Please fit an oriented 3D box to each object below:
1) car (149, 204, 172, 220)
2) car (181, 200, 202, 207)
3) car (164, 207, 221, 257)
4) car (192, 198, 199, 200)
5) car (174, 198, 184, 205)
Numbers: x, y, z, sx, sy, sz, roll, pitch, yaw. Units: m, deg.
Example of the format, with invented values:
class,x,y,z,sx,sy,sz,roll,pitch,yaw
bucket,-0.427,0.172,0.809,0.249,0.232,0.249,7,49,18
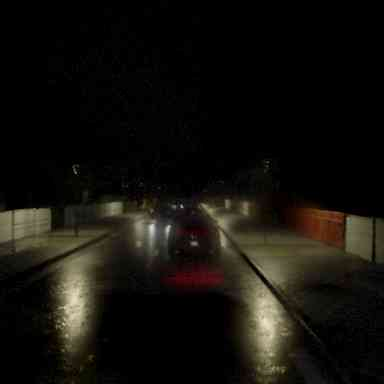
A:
class,x,y,z,sx,sy,sz,roll,pitch,yaw
car,-2.852,1.846,31.442,1.812,1.442,4.674,0,-1,0
car,0.093,1.874,34.143,1.812,1.442,4.674,0,-1,0
car,0.093,1.618,13.687,1.882,1.535,5.008,0,0,0
car,0.946,2.404,92.487,1.882,1.535,5.008,0,-1,0
car,-2.761,2.105,72.010,1.882,1.535,5.008,0,-1,0
